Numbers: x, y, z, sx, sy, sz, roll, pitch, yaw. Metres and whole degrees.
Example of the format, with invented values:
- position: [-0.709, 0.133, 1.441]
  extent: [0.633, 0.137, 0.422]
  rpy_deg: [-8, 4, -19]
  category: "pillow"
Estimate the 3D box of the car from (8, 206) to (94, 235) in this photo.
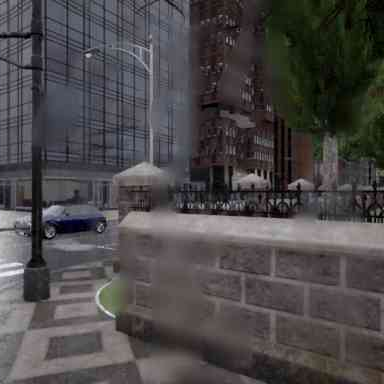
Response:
- position: [-8.445, 1.631, 20.222]
  extent: [2.008, 1.369, 4.403]
  rpy_deg: [0, -1, 36]
  category: "car"

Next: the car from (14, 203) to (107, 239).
- position: [-6.877, 1.426, 17.834]
  extent: [2.097, 1.767, 4.553]
  rpy_deg: [0, 0, 36]
  category: "car"
